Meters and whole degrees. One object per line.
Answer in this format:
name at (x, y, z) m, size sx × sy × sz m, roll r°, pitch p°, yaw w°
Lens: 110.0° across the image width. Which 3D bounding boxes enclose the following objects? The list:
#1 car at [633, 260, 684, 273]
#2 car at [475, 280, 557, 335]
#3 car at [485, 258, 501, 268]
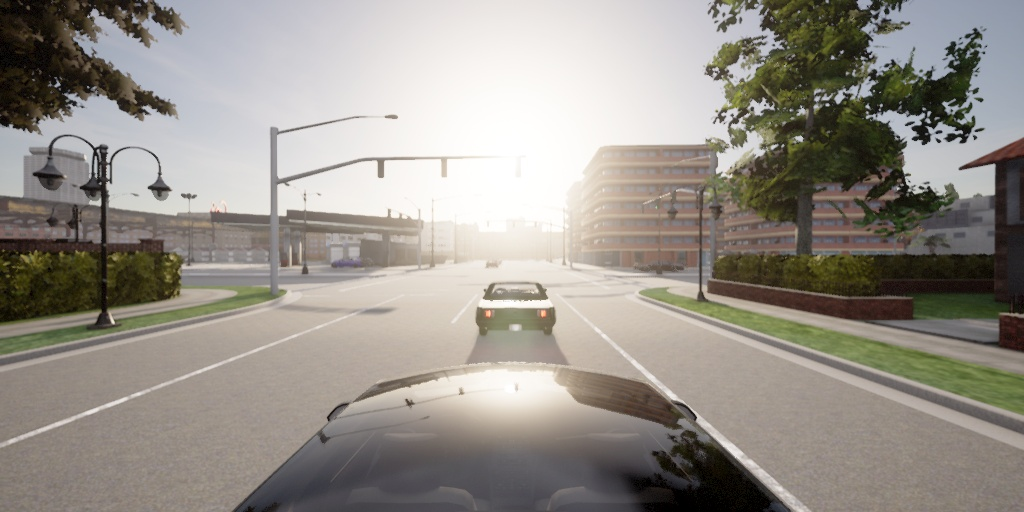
car at (16.813, 1.179, 41.173) m, size 5.357 × 1.411 × 2.033 m, roll 0°, pitch 0°, yaw 0°
car at (0.090, 1.325, 10.345) m, size 1.895 × 1.301 × 4.718 m, roll 0°, pitch 0°, yaw 0°
car at (-3.151, 1.187, 56.619) m, size 1.895 × 1.301 × 4.718 m, roll 0°, pitch 0°, yaw 0°
